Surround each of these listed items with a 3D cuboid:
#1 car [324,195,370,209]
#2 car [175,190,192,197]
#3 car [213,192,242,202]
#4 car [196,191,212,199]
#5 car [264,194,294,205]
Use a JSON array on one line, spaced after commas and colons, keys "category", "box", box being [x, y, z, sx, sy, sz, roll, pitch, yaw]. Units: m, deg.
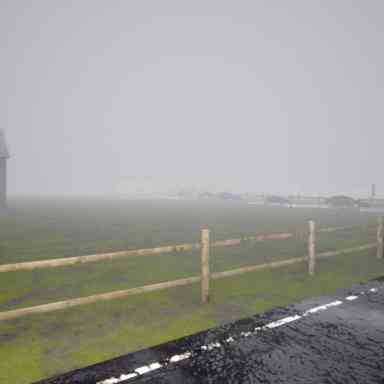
[{"category": "car", "box": [17.717, 1.110, 38.098, 1.882, 1.535, 5.008, 0, 1, -36]}, {"category": "car", "box": [-1.916, 0.360, 71.762, 1.837, 1.490, 4.892, 0, 1, -36]}, {"category": "car", "box": [6.098, 0.750, 54.376, 1.882, 1.535, 5.008, 0, 1, -35]}, {"category": "car", "box": [2.654, 0.596, 65.423, 1.837, 1.490, 4.892, 0, 1, -35]}, {"category": "car", "box": [11.996, 1.018, 46.127, 1.994, 1.385, 4.181, 0, 1, -34]}]
